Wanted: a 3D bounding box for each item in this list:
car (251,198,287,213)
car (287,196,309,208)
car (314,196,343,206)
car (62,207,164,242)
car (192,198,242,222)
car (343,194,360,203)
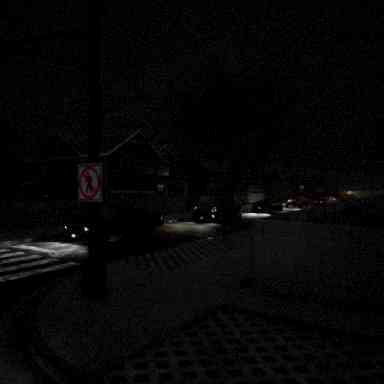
[{"bbox_3d":[7.452,1.317,32.838,1.994,1.385,4.181,0,1,35],"label":"car"},{"bbox_3d":[13.085,1.195,41.082,1.812,1.442,4.674,0,1,34],"label":"car"},{"bbox_3d":[16.686,1.205,41.172,2.033,1.411,5.357,0,1,36],"label":"car"},{"bbox_3d":[-3.608,1.460,16.446,2.033,1.411,5.357,0,1,34],"label":"car"},{"bbox_3d":[1.908,1.186,24.644,2.097,1.767,4.553,0,1,34],"label":"car"},{"bbox_3d":[24.588,1.021,51.659,1.882,1.535,5.008,0,1,39],"label":"car"}]
